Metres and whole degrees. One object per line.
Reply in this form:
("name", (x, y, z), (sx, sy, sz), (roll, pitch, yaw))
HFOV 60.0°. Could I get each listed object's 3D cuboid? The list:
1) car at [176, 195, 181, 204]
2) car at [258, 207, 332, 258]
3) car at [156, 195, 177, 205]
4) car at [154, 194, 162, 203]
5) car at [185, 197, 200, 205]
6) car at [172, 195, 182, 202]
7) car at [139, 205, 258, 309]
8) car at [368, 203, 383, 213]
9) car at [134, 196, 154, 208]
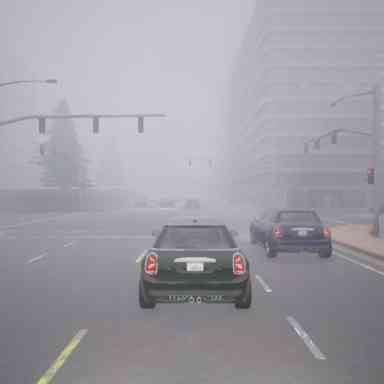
("car", (-3.581, 1.486, 63.434), (2.128, 1.511, 4.902), (0, 0, 0))
("car", (3.581, 1.351, 12.869), (2.097, 1.767, 4.553), (0, 0, 0))
("car", (-3.602, 1.559, 48.057), (1.994, 1.385, 4.181), (0, 0, 0))
("car", (-7.078, 1.520, 63.544), (1.812, 1.442, 4.674), (0, 0, 0))
("car", (0.079, 1.488, 46.470), (2.128, 1.511, 4.902), (0, 0, 0))
("car", (-3.535, 1.518, 78.583), (2.128, 1.511, 4.902), (0, 0, 0))
("car", (0.067, 1.351, 8.029), (2.097, 1.767, 4.553), (0, 0, 0))
("car", (19.921, 1.489, 32.504), (5.357, 1.411, 2.033), (0, 0, -18))
("car", (-7.113, 1.501, 47.922), (1.837, 1.490, 4.892), (0, 0, 0))
